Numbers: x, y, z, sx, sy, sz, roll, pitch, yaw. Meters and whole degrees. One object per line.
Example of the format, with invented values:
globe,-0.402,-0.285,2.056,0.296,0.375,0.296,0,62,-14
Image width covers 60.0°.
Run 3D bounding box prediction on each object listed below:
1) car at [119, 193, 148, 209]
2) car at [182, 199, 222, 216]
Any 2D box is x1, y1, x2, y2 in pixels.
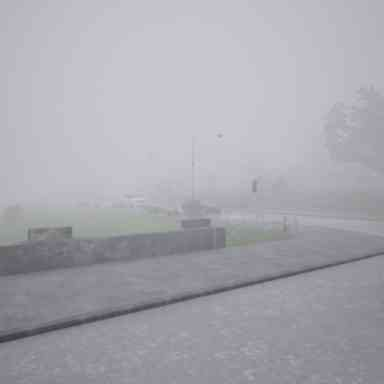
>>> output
car,-8.176,1.197,46.038,2.150,2.045,5.566,0,0,-35
car,0.935,1.457,33.250,1.882,1.535,5.008,0,0,-36
